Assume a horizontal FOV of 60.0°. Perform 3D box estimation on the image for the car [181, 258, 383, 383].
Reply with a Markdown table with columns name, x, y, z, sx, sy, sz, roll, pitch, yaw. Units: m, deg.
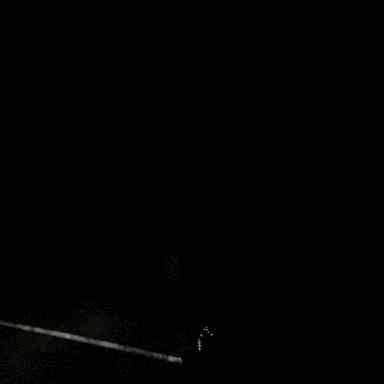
| name | x | y | z | sx | sy | sz | roll | pitch | yaw |
| --- | --- | --- | --- | --- | --- | --- | --- | --- | --- |
| car | 2.687 | 1.381 | 2.768 | 5.566 | 2.045 | 2.150 | 1 | -2 | 25 |
